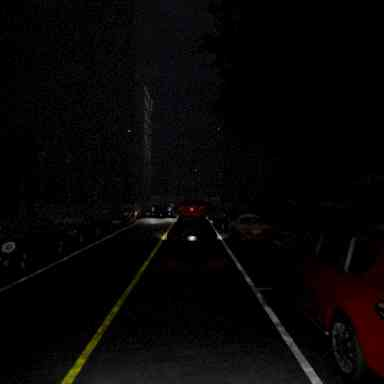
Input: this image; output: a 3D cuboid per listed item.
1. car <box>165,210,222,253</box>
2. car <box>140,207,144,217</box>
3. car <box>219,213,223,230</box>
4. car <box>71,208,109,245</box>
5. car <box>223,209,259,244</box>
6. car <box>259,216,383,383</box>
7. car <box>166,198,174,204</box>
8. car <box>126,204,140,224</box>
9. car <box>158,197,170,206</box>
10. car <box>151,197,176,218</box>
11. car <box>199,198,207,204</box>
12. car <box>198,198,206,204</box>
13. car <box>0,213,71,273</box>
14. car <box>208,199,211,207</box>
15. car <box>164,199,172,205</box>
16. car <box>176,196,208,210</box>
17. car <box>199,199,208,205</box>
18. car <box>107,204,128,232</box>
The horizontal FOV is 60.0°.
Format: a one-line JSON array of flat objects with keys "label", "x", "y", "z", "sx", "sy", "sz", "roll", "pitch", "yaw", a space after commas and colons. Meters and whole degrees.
[{"label": "car", "x": 0.000, "y": 1.701, "z": 14.293, "sx": 1.994, "sy": 1.385, "sz": 4.181, "roll": 0, "pitch": -1, "yaw": 0}, {"label": "car", "x": -5.776, "y": 1.836, "z": 32.494, "sx": 1.752, "sy": 1.417, "sz": 4.829, "roll": 0, "pitch": -1, "yaw": 0}, {"label": "car", "x": 2.753, "y": 1.774, "z": 21.756, "sx": 1.947, "sy": 1.339, "sz": 4.313, "roll": 0, "pitch": -1, "yaw": 0}, {"label": "car", "x": -5.769, "y": 1.706, "z": 16.294, "sx": 2.008, "sy": 1.369, "sz": 4.403, "roll": 0, "pitch": -1, "yaw": 0}, {"label": "car", "x": 2.756, "y": 1.683, "z": 16.470, "sx": 1.752, "sy": 1.417, "sz": 4.829, "roll": 0, "pitch": -1, "yaw": 0}, {"label": "car", "x": 2.760, "y": 1.367, "z": 5.389, "sx": 2.192, "sy": 1.841, "sz": 5.009, "roll": 0, "pitch": -1, "yaw": 0}, {"label": "car", "x": -5.799, "y": 2.368, "z": 86.212, "sx": 1.752, "sy": 1.417, "sz": 4.829, "roll": 0, "pitch": -1, "yaw": 0}, {"label": "car", "x": -5.774, "y": 1.700, "z": 27.208, "sx": 1.967, "sy": 1.590, "sz": 4.097, "roll": 0, "pitch": -1, "yaw": 0}, {"label": "car", "x": -5.793, "y": 1.995, "z": 70.072, "sx": 2.192, "sy": 1.841, "sz": 5.009, "roll": 0, "pitch": -1, "yaw": 0}, {"label": "car", "x": -3.016, "y": 1.681, "z": 34.669, "sx": 2.097, "sy": 1.767, "sz": 4.553, "roll": 0, "pitch": 0, "yaw": 0}, {"label": "car", "x": 2.726, "y": 2.389, "z": 86.385, "sx": 1.887, "sy": 1.381, "sz": 4.507, "roll": 0, "pitch": -1, "yaw": 0}, {"label": "car", "x": 2.724, "y": 2.444, "z": 91.823, "sx": 1.887, "sy": 1.381, "sz": 4.507, "roll": 0, "pitch": -1, "yaw": 0}, {"label": "car", "x": -5.767, "y": 1.544, "z": 10.838, "sx": 1.967, "sy": 1.590, "sz": 4.097, "roll": 0, "pitch": -1, "yaw": 0}, {"label": "car", "x": 2.735, "y": 2.066, "z": 64.637, "sx": 1.967, "sy": 1.590, "sz": 4.097, "roll": 0, "pitch": -1, "yaw": 0}, {"label": "car", "x": -5.797, "y": 2.371, "z": 80.944, "sx": 1.802, "sy": 1.307, "sz": 4.206, "roll": 0, "pitch": -1, "yaw": 0}, {"label": "car", "x": -0.010, "y": 1.494, "z": 29.036, "sx": 2.150, "sy": 2.045, "sz": 5.566, "roll": 0, "pitch": 0, "yaw": 0}, {"label": "car", "x": 2.728, "y": 2.340, "z": 80.948, "sx": 2.008, "sy": 1.369, "sz": 4.403, "roll": 0, "pitch": -1, "yaw": 0}, {"label": "car", "x": -5.772, "y": 1.752, "z": 21.750, "sx": 1.887, "sy": 1.381, "sz": 4.507, "roll": 0, "pitch": -1, "yaw": 0}]
